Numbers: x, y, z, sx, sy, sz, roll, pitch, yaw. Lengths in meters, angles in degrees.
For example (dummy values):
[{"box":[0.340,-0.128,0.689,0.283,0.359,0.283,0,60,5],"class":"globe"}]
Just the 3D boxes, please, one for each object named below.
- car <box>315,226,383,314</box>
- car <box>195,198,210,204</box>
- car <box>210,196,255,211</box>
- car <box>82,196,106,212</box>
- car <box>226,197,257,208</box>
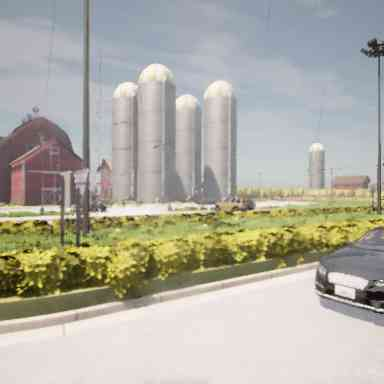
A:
[{"box":[4.717,1.521,7.348,4.902,1.511,2.128,0,0,-35],"class":"car"},{"box":[2.468,1.698,59.165,4.181,1.385,1.994,0,0,-36],"class":"car"},{"box":[4.354,1.397,34.582,1.932,1.855,4.605,0,0,-36],"class":"car"},{"box":[-11.672,1.361,39.344,1.905,1.878,3.866,0,0,-36],"class":"car"},{"box":[7.935,1.618,53.537,2.242,1.667,4.611,0,0,-36],"class":"car"}]
